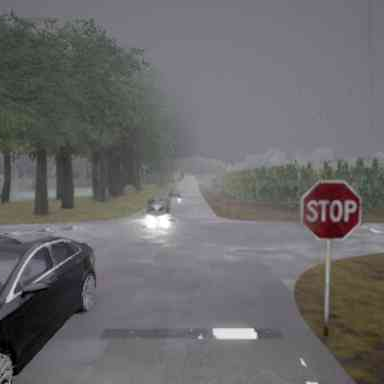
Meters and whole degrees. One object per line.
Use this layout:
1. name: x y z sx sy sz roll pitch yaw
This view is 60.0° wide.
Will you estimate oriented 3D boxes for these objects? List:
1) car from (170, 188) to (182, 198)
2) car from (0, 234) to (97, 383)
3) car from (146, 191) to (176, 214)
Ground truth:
1. car: -2.753 0.155 53.707 1.837 1.490 4.892 0 2 0
2. car: -2.751 1.427 4.588 2.128 1.511 4.902 0 1 0
3. car: -2.752 0.974 28.506 2.128 1.511 4.902 0 2 0
